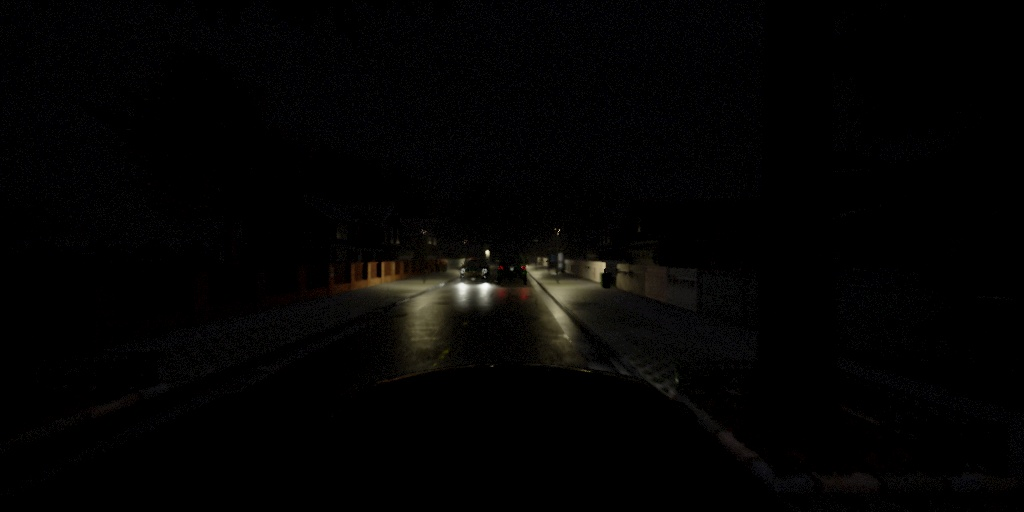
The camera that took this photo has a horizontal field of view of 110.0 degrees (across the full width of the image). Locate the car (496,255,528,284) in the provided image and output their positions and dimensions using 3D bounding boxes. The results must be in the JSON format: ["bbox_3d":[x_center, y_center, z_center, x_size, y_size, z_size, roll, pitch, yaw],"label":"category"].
[{"bbox_3d":[0.009,0.945,26.798,2.150,2.045,5.566,0,1,0],"label":"car"}]

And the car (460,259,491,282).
[{"bbox_3d":[-2.768,1.070,28.022,2.097,1.767,4.553,0,0,0],"label":"car"}]
